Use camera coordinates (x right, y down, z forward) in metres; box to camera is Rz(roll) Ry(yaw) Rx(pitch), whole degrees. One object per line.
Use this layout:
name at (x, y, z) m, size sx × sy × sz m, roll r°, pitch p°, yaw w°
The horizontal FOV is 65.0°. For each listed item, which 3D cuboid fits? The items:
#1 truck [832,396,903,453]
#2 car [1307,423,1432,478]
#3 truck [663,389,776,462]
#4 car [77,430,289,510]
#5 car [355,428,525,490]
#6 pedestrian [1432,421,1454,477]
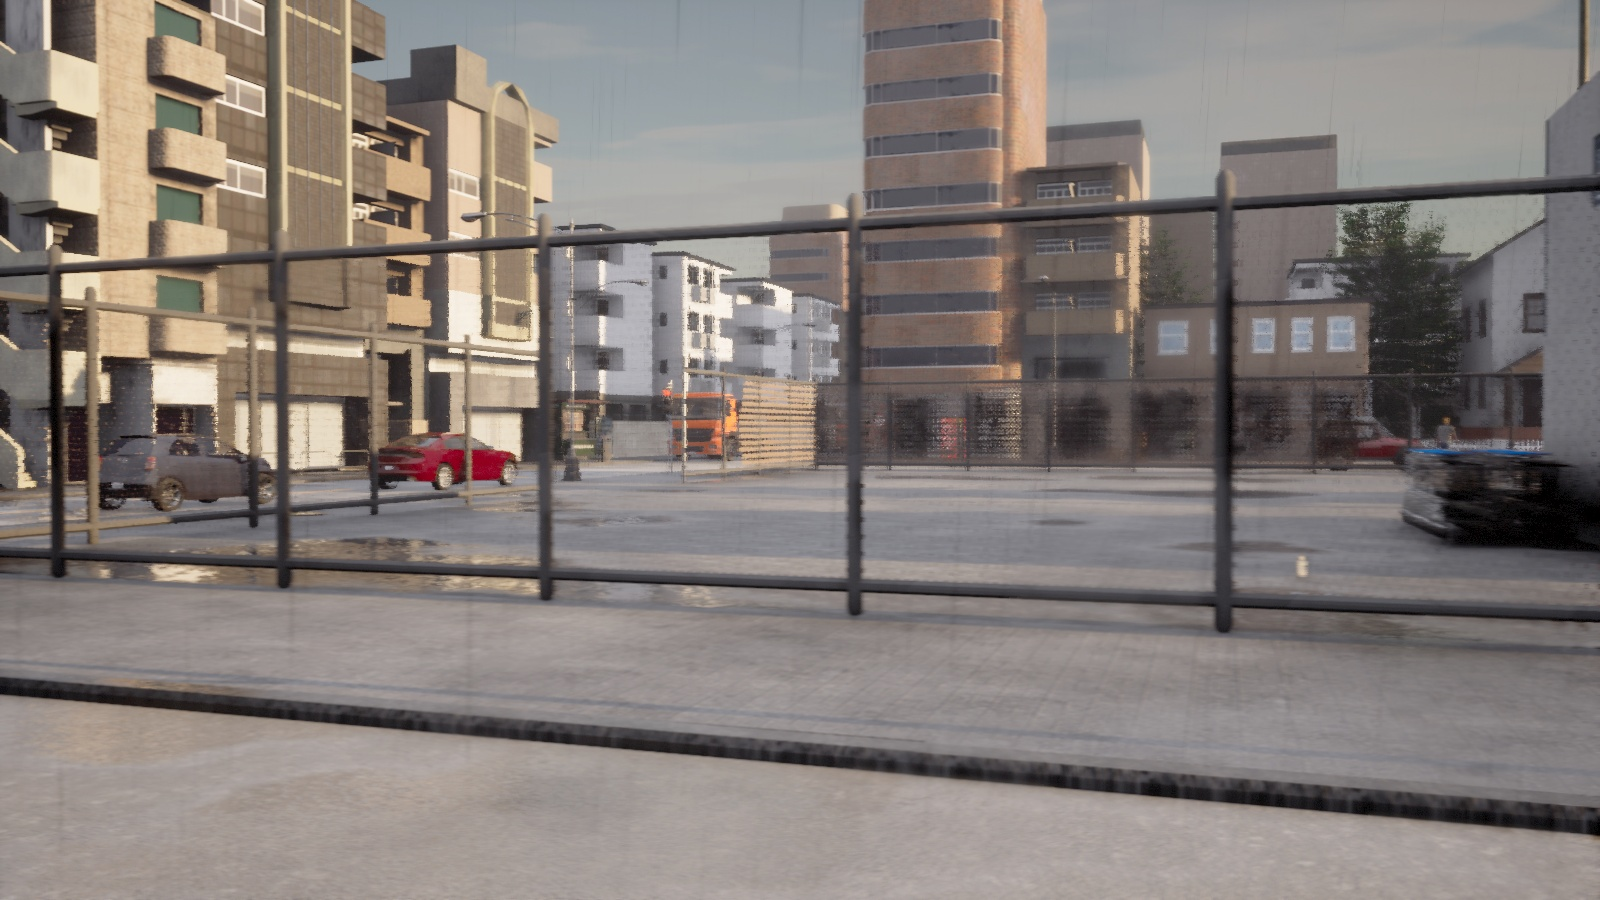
truck at (4.923, -1.799, 89.633) m, size 2.891 × 3.827 × 8.468 m, roll 1°, pitch 1°, yaw 19°
car at (20.206, -0.010, 44.741) m, size 3.866 × 1.878 × 1.905 m, roll 1°, pitch 1°, yaw 19°
truck at (-3.907, -1.230, 63.434) m, size 2.891 × 3.462 × 7.936 m, roll 1°, pitch 1°, yaw 19°
car at (-12.434, 0.347, 25.550) m, size 1.845 × 1.501 × 3.633 m, roll 1°, pitch 1°, yaw 19°
car at (-9.600, 0.187, 33.993) m, size 1.882 × 1.535 × 5.008 m, roll 1°, pitch 1°, yaw 19°
pedestrian at (21.344, -0.048, 41.675) m, size 0.706 × 1.836 × 0.354 m, roll 0°, pitch 1°, yaw -35°
